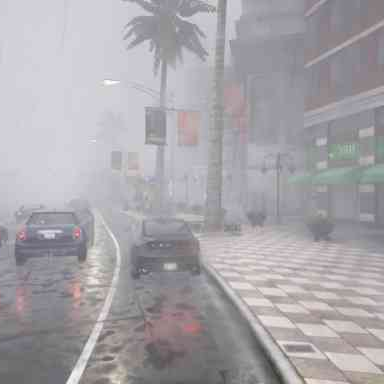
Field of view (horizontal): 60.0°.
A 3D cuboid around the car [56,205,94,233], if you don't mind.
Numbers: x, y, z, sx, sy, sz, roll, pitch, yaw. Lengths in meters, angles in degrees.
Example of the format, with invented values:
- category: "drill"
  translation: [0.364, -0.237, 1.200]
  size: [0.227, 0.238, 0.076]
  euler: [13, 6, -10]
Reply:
- category: "car"
  translation: [-7.092, 1.558, 20.588]
  size: [1.994, 1.385, 4.181]
  euler: [0, 0, -16]

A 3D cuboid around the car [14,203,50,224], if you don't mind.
- category: "car"
  translation: [-12.451, 1.590, 26.122]
  size: [1.895, 1.301, 4.718]
  euler: [0, 0, -18]

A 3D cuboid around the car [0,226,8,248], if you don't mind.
- category: "car"
  translation: [-8.014, 1.541, 11.448]
  size: [2.033, 1.411, 5.357]
  euler: [0, 0, -13]

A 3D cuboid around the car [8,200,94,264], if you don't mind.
- category: "car"
  translation: [-4.782, 1.348, 12.167]
  size: [2.097, 1.767, 4.553]
  euler: [0, 0, -13]

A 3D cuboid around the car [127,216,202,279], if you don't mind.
- category: "car"
  translation: [-0.965, 1.503, 10.195]
  size: [1.837, 1.490, 4.892]
  euler: [0, 0, -11]
